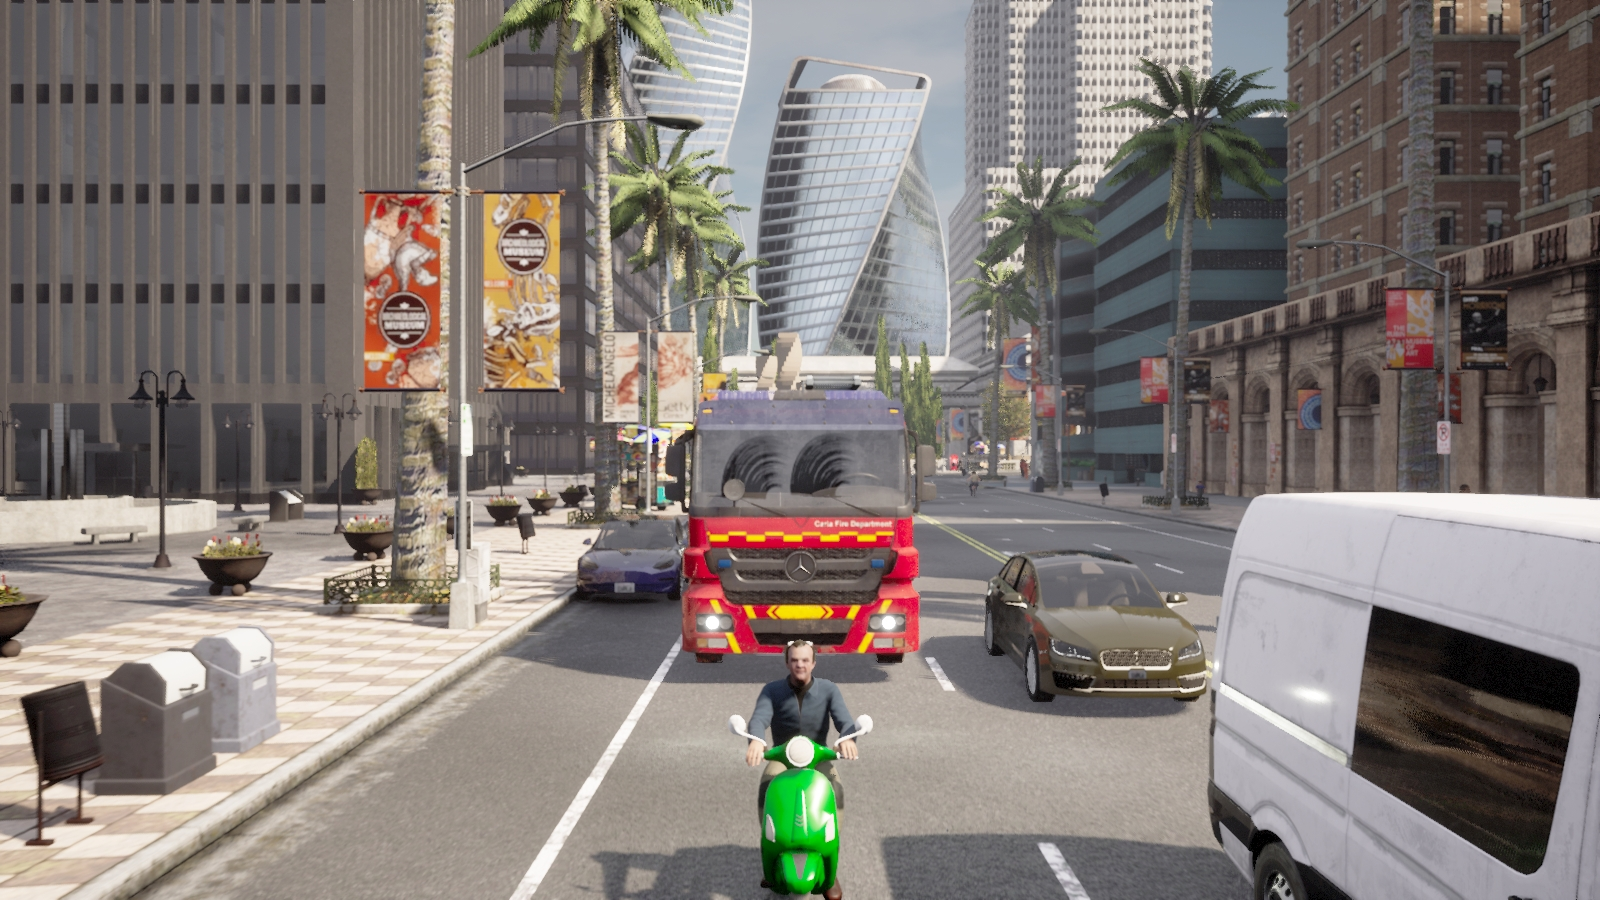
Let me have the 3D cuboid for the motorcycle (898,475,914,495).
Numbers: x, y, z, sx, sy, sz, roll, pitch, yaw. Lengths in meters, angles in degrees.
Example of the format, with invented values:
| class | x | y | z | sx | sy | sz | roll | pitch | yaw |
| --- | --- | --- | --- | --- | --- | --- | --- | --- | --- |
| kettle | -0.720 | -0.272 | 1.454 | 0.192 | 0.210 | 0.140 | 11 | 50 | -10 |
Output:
| class | x | y | z | sx | sy | sz | roll | pitch | yaw |
| --- | --- | --- | --- | --- | --- | --- | --- | --- | --- |
| motorcycle | 6.690 | 2.209 | 72.298 | 0.856 | 1.236 | 1.805 | 0 | 0 | -1 |

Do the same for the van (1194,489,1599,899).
| class | x | y | z | sx | sy | sz | roll | pitch | yaw |
| --- | --- | --- | --- | --- | --- | --- | --- | --- | --- |
| van | 3.537 | 1.536 | 4.327 | 1.988 | 2.561 | 5.915 | 0 | 0 | -1 |

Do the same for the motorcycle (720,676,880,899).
| class | x | y | z | sx | sy | sz | roll | pitch | yaw |
| --- | --- | --- | --- | --- | --- | --- | --- | --- | --- |
| motorcycle | 0.001 | 2.185 | 7.020 | 0.856 | 1.236 | 1.805 | 0 | 0 | 0 |

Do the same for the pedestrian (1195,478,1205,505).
| class | x | y | z | sx | sy | sz | roll | pitch | yaw |
| --- | --- | --- | --- | --- | --- | --- | --- | --- | --- |
| pedestrian | 19.167 | 1.997 | 54.721 | 0.375 | 1.300 | 0.375 | 0 | 0 | 6 |

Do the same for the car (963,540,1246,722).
| class | x | y | z | sx | sy | sz | roll | pitch | yaw |
| --- | --- | --- | --- | --- | --- | --- | --- | --- | --- |
| car | 3.503 | 2.066 | 14.276 | 2.231 | 1.480 | 4.892 | 0 | 0 | 0 |

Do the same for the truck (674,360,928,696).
| class | x | y | z | sx | sy | sz | roll | pitch | yaw |
| --- | --- | --- | --- | --- | --- | --- | --- | --- | --- |
| truck | 0.008 | 0.898 | 17.246 | 2.891 | 3.827 | 8.468 | 0 | 0 | 0 |
